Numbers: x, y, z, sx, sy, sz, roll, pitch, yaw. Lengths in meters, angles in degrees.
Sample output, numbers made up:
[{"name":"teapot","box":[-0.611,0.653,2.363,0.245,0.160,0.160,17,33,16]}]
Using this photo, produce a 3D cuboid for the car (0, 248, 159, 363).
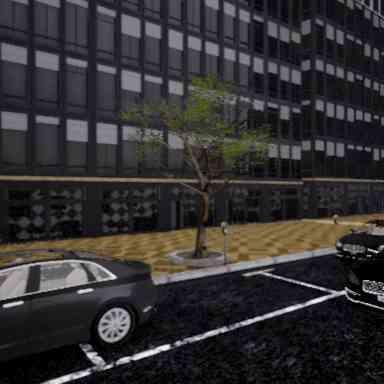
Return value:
[{"name":"car","box":[-2.592,1.555,4.720,4.403,1.369,2.008,0,-1,-36]}]

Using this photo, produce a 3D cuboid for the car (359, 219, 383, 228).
[{"name":"car","box":[6.659,1.611,11.324,4.403,1.369,2.008,0,-1,-36]}]

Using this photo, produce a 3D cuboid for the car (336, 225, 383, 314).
[{"name":"car","box":[5.152,1.546,6.933,4.892,1.490,1.837,0,0,-36]}]
